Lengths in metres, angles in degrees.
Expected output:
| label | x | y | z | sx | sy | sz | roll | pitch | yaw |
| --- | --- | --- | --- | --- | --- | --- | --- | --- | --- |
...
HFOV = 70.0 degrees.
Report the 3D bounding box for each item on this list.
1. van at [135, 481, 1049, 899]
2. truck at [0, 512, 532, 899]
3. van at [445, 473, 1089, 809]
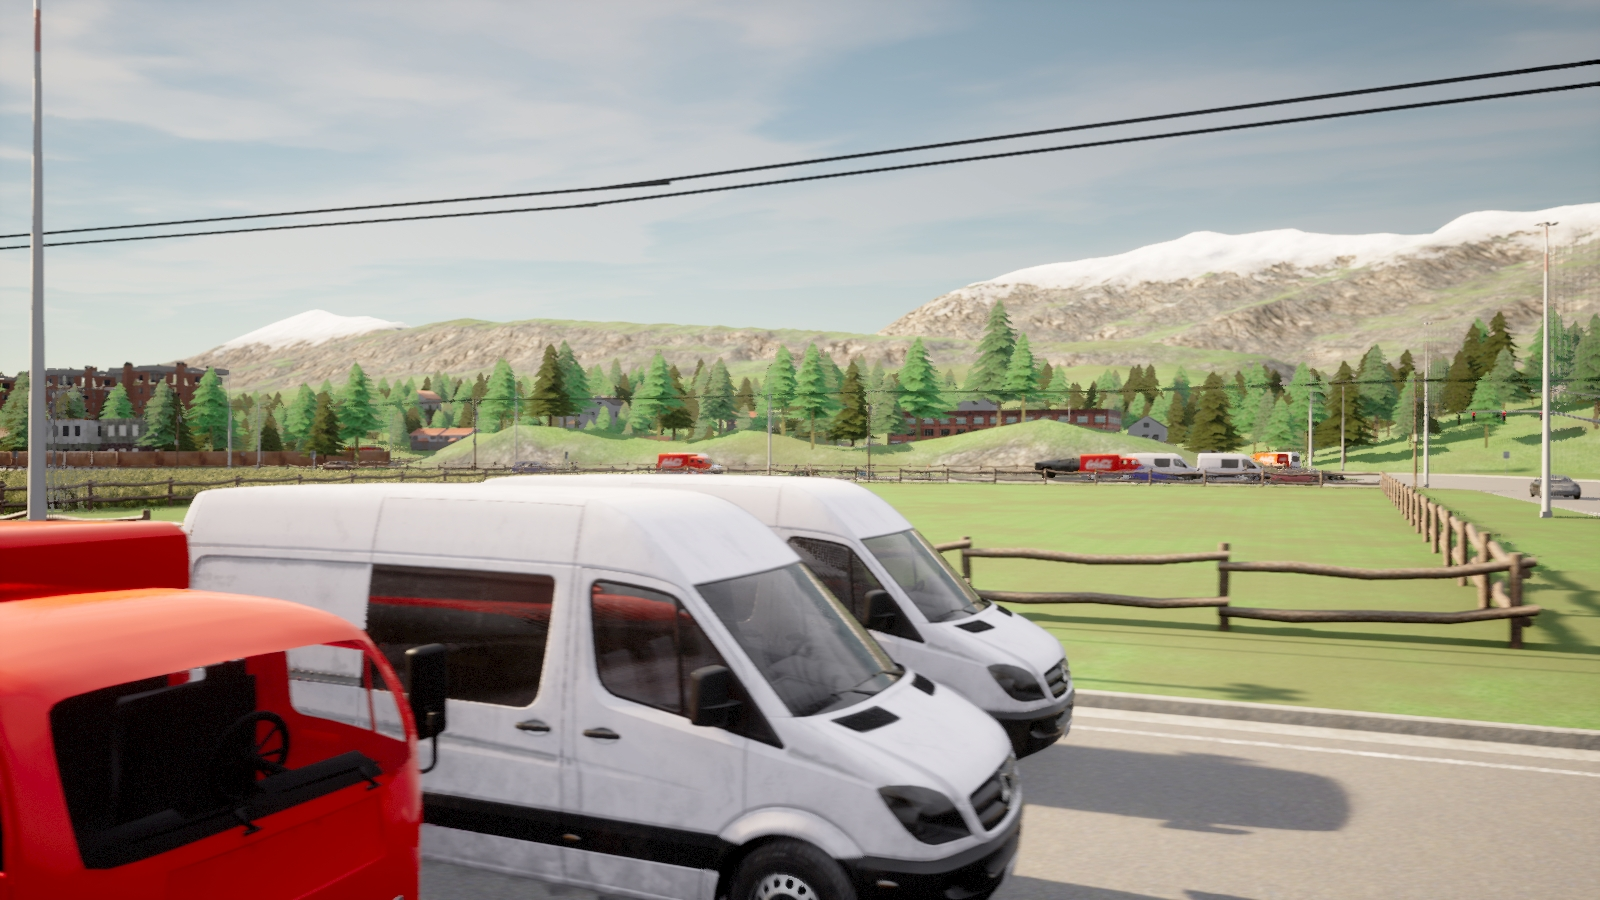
| label | x | y | z | sx | sy | sz | roll | pitch | yaw |
| --- | --- | --- | --- | --- | --- | --- | --- | --- | --- |
| van | -1.492 | 1.537 | 7.681 | 5.915 | 2.561 | 1.988 | 0 | 0 | 23 |
| truck | -4.144 | 1.581 | 5.055 | 5.204 | 2.467 | 2.627 | -1 | 0 | 23 |
| van | -0.381 | 1.538 | 11.013 | 5.915 | 2.561 | 1.988 | 0 | 0 | 23 |
